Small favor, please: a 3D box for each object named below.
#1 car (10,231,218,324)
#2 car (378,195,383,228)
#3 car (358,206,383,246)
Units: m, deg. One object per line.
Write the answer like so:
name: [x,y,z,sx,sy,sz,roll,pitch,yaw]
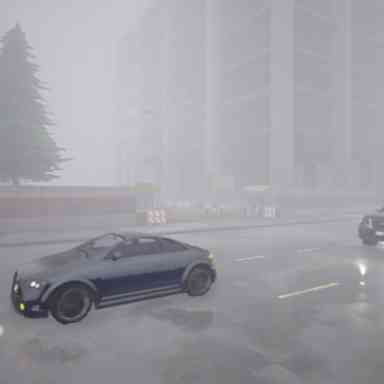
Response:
car: [-1.514,1.563,7.132,4.181,1.385,1.994,0,0,-33]
car: [14.607,1.222,21.366,5.566,2.045,2.150,1,0,-32]
car: [9.417,1.221,14.040,5.566,2.045,2.150,0,0,-32]
